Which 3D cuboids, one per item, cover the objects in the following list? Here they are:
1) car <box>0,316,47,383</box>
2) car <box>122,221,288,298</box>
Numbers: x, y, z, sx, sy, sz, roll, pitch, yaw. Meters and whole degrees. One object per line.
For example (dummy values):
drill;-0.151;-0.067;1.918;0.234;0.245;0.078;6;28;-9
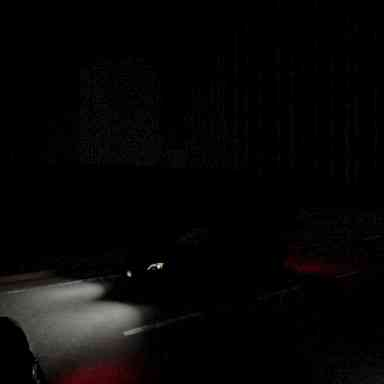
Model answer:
car;-3.512;1.549;1.477;5.357;1.411;2.033;0;0;-35
car;0.534;1.521;8.623;4.674;1.442;1.812;0;0;-35
